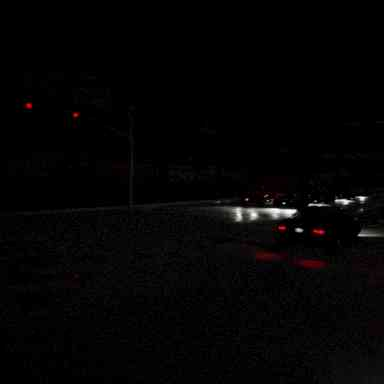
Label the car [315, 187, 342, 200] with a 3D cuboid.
[{"bbox_3d":[14.635,0.504,37.053,2.033,1.411,5.357,2,3,38],"label":"car"}]

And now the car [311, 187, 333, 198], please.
[{"bbox_3d":[18.972,0.047,48.407,1.812,1.442,4.674,2,3,37],"label":"car"}]

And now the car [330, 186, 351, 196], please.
[{"bbox_3d":[25.272,-0.255,56.645,2.033,1.411,5.357,2,3,37],"label":"car"}]

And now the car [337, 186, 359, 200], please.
[{"bbox_3d":[20.531,0.263,44.689,1.994,1.385,4.181,2,3,37],"label":"car"}]

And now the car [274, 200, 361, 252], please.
[{"bbox_3d":[4.956,1.243,12.631,2.033,1.411,5.357,2,2,37],"label":"car"}]

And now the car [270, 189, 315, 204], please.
[{"bbox_3d":[9.051,0.730,29.814,1.994,1.385,4.181,2,3,38],"label":"car"}]

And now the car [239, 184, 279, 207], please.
[{"bbox_3d":[6.713,0.257,32.505,2.150,2.045,5.566,2,3,38],"label":"car"}]

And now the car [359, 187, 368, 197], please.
[{"bbox_3d":[26.561,-0.081,52.571,1.812,1.442,4.674,2,3,37],"label":"car"}]
